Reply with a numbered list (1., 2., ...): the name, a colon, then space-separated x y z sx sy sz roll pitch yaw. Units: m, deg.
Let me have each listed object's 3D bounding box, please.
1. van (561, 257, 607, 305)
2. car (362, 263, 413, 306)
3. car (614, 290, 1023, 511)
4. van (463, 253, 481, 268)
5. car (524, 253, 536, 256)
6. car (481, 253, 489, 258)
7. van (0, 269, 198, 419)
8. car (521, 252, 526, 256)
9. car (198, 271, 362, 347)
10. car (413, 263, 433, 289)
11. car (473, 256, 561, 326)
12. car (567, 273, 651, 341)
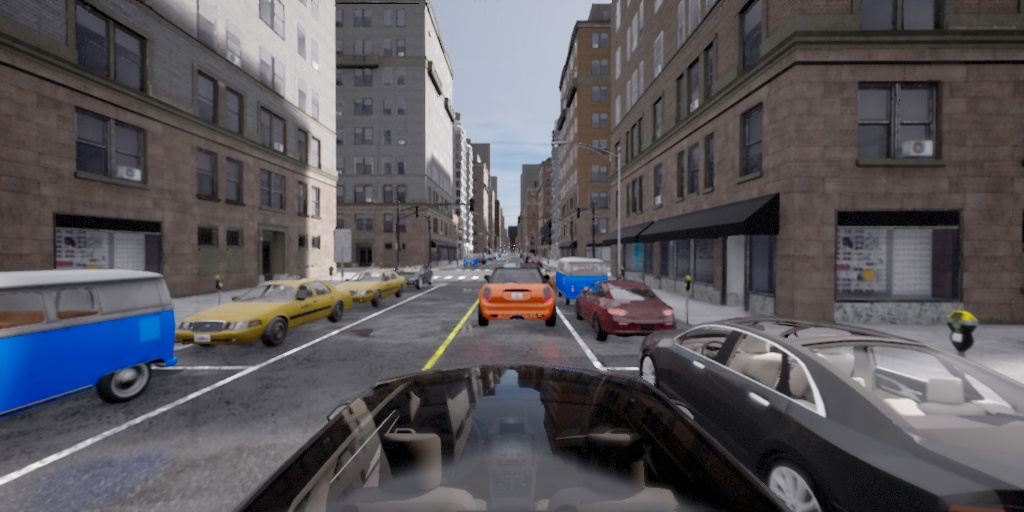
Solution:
1. van: 2.768 0.956 14.943 1.690 1.789 3.998 0 0 0
2. car: -5.759 1.137 14.823 1.751 1.417 4.829 0 0 0
3. car: 2.680 1.283 3.603 2.007 1.370 4.403 0 0 0
4. van: -5.503 0.599 47.854 1.690 1.789 3.998 0 0 0
5. car: 3.022 0.701 47.805 1.967 1.591 4.097 0 0 0
6. car: -5.417 0.449 59.025 2.192 1.841 5.009 0 0 0
7. van: -5.845 1.070 3.655 1.690 1.789 3.998 0 0 0
8. car: 3.108 0.452 58.975 2.192 1.841 5.009 0 0 0
9. car: -5.803 1.197 9.154 1.751 1.417 4.829 0 0 0
10. car: -5.714 1.101 20.660 2.007 1.370 4.403 0 0 0
11. car: 0.152 1.005 11.352 2.097 1.767 4.553 0 1 1
12. car: 2.724 1.257 9.273 1.802 1.307 4.207 0 0 0
